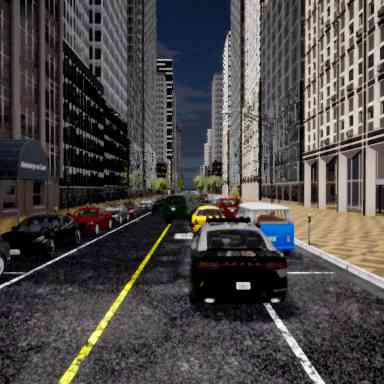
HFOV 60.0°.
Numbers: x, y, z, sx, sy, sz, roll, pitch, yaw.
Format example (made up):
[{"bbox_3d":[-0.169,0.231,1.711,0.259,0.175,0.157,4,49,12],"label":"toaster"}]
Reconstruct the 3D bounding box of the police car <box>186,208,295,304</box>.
[{"bbox_3d":[0.889,1.423,8.357,1.930,1.638,5.238,0,0,0],"label":"police car"}]

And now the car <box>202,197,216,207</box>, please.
[{"bbox_3d":[2.628,1.538,52.688,2.008,1.369,4.403,-1,0,0],"label":"car"}]

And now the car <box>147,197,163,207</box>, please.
[{"bbox_3d":[-5.753,1.538,52.680,2.008,1.369,4.403,-1,0,0],"label":"car"}]

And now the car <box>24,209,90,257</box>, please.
[{"bbox_3d":[-5.712,1.563,12.895,1.947,1.339,4.313,-1,0,0],"label":"car"}]

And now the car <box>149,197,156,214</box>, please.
[{"bbox_3d":[-3.130,1.469,35.801,1.882,1.535,5.008,0,0,0],"label":"car"}]

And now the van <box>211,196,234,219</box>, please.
[{"bbox_3d":[2.649,1.334,29.954,1.690,1.788,3.998,-1,0,0],"label":"van"}]

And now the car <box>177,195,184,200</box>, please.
[{"bbox_3d":[-3.094,1.575,90.941,1.895,1.301,4.718,0,0,0],"label":"car"}]

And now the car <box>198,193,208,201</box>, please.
[{"bbox_3d":[2.597,1.293,81.108,2.192,1.841,5.009,-1,0,0],"label":"car"}]

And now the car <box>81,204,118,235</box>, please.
[{"bbox_3d":[-5.718,1.540,18.578,1.887,1.381,4.507,-1,0,0],"label":"car"}]

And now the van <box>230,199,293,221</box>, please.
[{"bbox_3d":[2.666,1.338,12.903,1.690,1.788,3.998,-1,0,0],"label":"van"}]

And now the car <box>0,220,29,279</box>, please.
[{"bbox_3d":[-5.707,1.549,7.211,2.008,1.369,4.403,-1,0,0],"label":"car"}]

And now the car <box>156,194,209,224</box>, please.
[{"bbox_3d":[-0.169,1.214,24.631,2.150,2.045,5.566,-1,0,24],"label":"car"}]

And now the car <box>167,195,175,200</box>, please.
[{"bbox_3d":[-5.793,1.539,92.466,1.947,1.339,4.313,-1,0,0],"label":"car"}]

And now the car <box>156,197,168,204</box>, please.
[{"bbox_3d":[-5.764,1.565,64.047,1.802,1.307,4.206,-1,0,0],"label":"car"}]

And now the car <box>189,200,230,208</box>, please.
[{"bbox_3d":[0.880,1.451,18.437,1.801,1.575,5.366,0,0,0],"label":"car"}]

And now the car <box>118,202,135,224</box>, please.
[{"bbox_3d":[-5.725,1.545,24.262,2.008,1.369,4.403,-1,0,0],"label":"car"}]

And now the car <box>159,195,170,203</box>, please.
[{"bbox_3d":[-5.771,1.422,69.731,1.967,1.590,4.097,-1,0,0],"label":"car"}]

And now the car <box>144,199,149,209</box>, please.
[{"bbox_3d":[-5.741,1.541,41.313,2.008,1.369,4.403,-1,0,0],"label":"car"}]

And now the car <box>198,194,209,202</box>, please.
[{"bbox_3d":[2.602,1.295,75.423,2.192,1.841,5.009,-1,0,0],"label":"car"}]

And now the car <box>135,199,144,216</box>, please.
[{"bbox_3d":[-5.729,1.575,29.946,1.802,1.307,4.206,-1,0,0],"label":"car"}]

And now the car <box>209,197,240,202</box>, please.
[{"bbox_3d":[2.654,1.309,24.271,2.192,1.841,5.009,-1,0,0],"label":"car"}]

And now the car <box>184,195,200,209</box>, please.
[{"bbox_3d":[-0.028,1.341,46.158,2.097,1.767,4.553,0,0,0],"label":"car"}]

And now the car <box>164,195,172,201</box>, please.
[{"bbox_3d":[-5.781,1.503,80.929,1.752,1.417,4.829,-1,0,0],"label":"car"}]

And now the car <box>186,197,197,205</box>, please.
[{"bbox_3d":[-0.062,1.549,59.258,1.994,1.385,4.181,0,0,0],"label":"car"}]
